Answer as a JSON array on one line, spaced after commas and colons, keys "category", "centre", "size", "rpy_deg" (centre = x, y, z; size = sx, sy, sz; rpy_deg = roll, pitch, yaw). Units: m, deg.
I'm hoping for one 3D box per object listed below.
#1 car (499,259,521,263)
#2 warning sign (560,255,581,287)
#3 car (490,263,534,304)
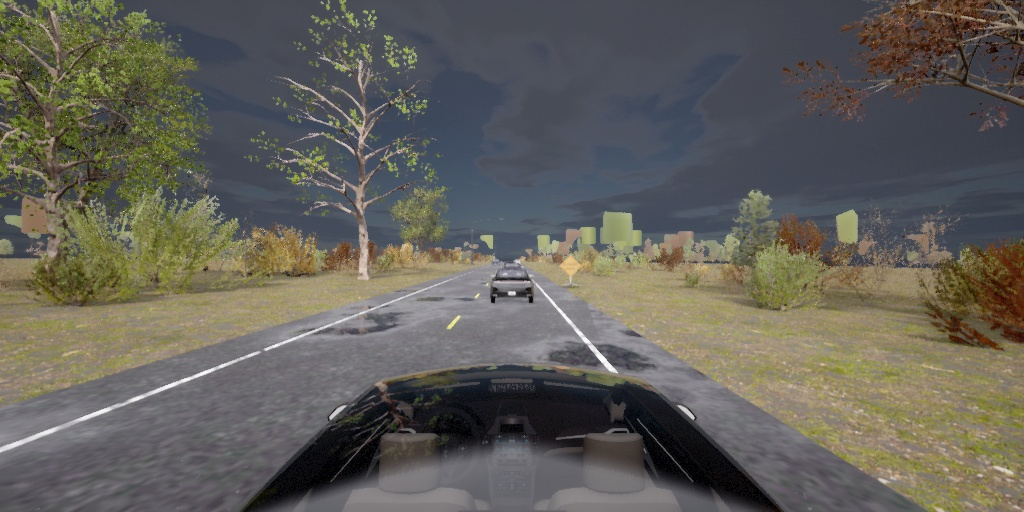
[{"category": "car", "centre": [0.001, 1.301, 31.502], "size": [1.837, 1.490, 4.892], "rpy_deg": [0, 0, 0]}, {"category": "warning sign", "centre": [3.550, 0.881, 21.704], "size": [1.300, 1.860, 1.060], "rpy_deg": [0, 0, 0]}, {"category": "car", "centre": [0.000, 1.255, 16.501], "size": [2.128, 1.511, 4.902], "rpy_deg": [0, 0, 0]}]
